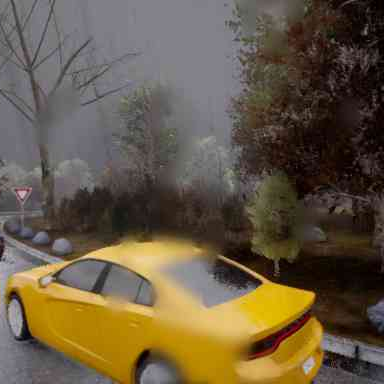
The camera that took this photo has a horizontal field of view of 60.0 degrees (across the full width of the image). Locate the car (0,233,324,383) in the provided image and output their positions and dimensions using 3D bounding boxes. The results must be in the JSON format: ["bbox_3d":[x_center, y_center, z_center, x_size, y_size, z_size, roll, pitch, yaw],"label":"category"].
[{"bbox_3d":[-0.819,1.481,4.705,5.008,1.535,1.882,0,0,39],"label":"car"}]
